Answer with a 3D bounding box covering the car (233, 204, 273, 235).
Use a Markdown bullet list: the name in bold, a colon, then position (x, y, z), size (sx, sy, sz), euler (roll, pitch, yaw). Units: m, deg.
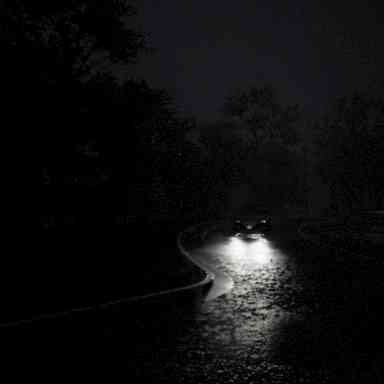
- **car**: position (3.467, 1.454, 18.636), size (2.128, 1.511, 4.902), euler (0, 0, 16)
